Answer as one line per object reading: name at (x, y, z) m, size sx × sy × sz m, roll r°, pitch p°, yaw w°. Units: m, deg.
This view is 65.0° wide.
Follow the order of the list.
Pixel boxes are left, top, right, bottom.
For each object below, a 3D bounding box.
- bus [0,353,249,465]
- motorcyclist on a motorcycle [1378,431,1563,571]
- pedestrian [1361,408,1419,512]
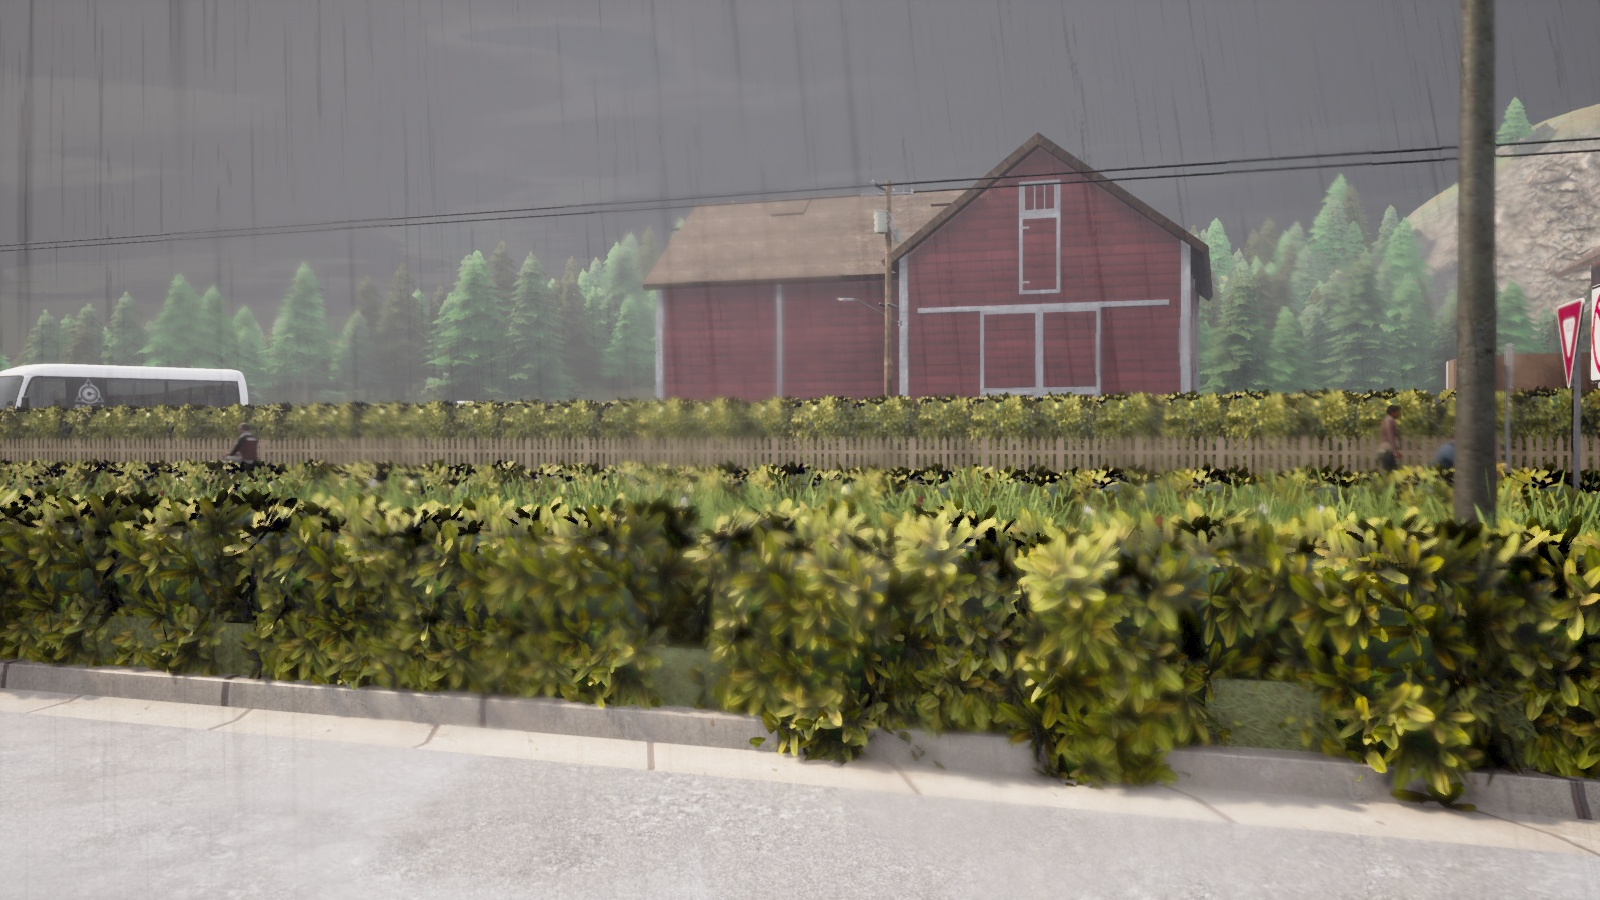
bus at (-29.281, -1.664, 53.158) m, size 3.944 × 4.253 × 10.273 m, roll 1°, pitch 1°, yaw 37°
motorcyclist on a motorcycle at (7.965, 0.569, 15.015) m, size 1.817 × 1.590 × 0.866 m, roll 0°, pitch 1°, yaw 19°
pedestrian at (10.375, 0.167, 22.101) m, size 0.869 × 1.805 × 0.328 m, roll 1°, pitch 1°, yaw 18°
